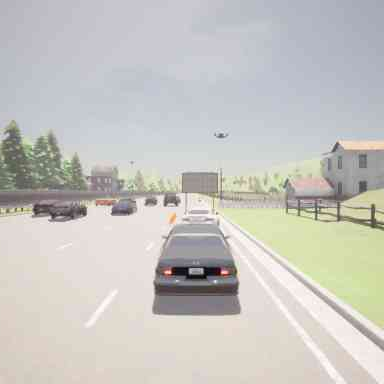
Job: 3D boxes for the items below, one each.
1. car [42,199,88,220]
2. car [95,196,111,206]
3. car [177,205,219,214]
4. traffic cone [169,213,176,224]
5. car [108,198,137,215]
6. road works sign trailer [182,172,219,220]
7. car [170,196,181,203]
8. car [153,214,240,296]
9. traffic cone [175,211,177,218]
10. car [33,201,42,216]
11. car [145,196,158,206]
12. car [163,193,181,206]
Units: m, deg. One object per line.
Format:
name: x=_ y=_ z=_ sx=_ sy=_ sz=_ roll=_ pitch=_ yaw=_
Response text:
car: x=-10.371 y=1.490 z=28.310 sx=2.128 sy=1.511 sz=4.902 roll=0 pitch=0 yaw=0
car: x=-13.846 y=1.352 z=53.113 sx=2.097 sy=1.767 sz=4.553 roll=0 pitch=0 yaw=0
car: x=0.489 y=1.539 z=18.445 sx=1.812 sy=1.442 sz=4.674 roll=0 pitch=-1 yaw=6
traffic cone: x=-1.463 y=1.955 z=23.162 sx=0.340 sy=0.580 sz=0.340 roll=0 pitch=0 yaw=0
car: x=-6.865 y=1.564 z=34.075 sx=1.994 sy=1.385 sz=4.181 roll=0 pitch=0 yaw=0
road works sign trailer: x=0.510 y=0.464 z=22.059 sx=2.380 sy=3.560 sz=2.880 roll=0 pitch=0 yaw=-3
car: x=-3.329 y=1.564 z=68.557 sx=1.994 sy=1.385 sz=4.181 roll=0 pitch=0 yaw=0
car: x=0.107 y=1.547 z=8.806 sx=2.033 sy=1.411 sz=5.357 roll=0 pitch=0 yaw=1
traffic cone: x=-1.461 y=1.955 z=25.162 sx=0.340 sy=0.580 sz=0.340 roll=0 pitch=0 yaw=0
car: x=-13.866 y=1.477 z=33.006 sx=1.882 sy=1.535 sz=5.008 roll=0 pitch=0 yaw=0
car: x=-6.841 y=1.499 z=56.527 sx=1.837 sy=1.490 sz=4.892 roll=0 pitch=-2 yaw=0
car: x=-3.345 y=1.221 z=53.342 sx=2.150 sy=2.045 sz=5.566 roll=0 pitch=0 yaw=0
